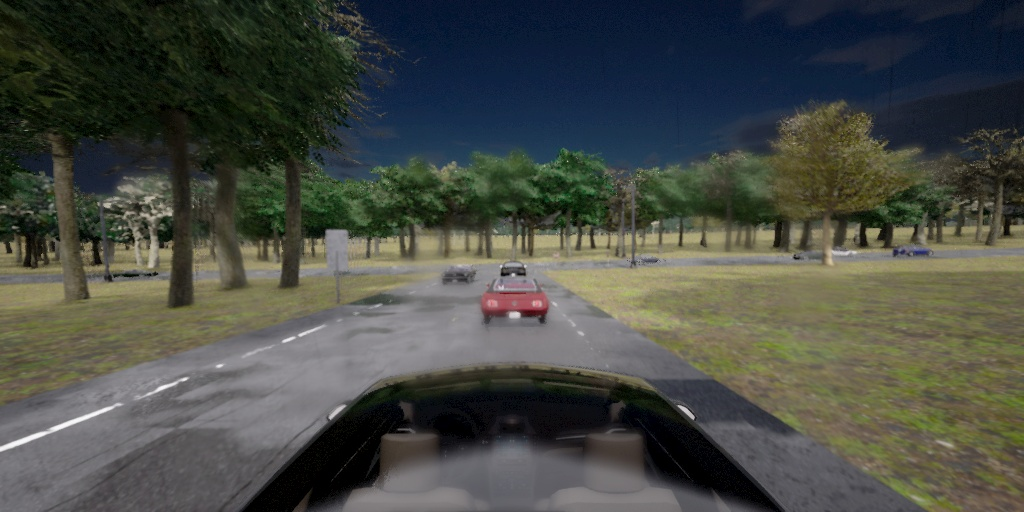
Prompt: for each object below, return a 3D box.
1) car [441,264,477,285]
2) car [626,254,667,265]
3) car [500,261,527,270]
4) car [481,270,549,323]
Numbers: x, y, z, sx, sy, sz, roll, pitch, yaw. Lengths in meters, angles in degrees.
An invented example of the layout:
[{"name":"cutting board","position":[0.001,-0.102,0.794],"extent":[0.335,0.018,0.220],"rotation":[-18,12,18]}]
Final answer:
[{"name":"car","position":[-3.596,1.253,24.755],"extent":[1.895,1.301,4.718],"rotation":[0,0,0]},{"name":"car","position":[18.879,0.390,50.456],"extent":[5.357,1.411,2.033],"rotation":[-2,3,0]},{"name":"car","position":[0.086,1.120,26.942],"extent":[1.882,1.535,5.008],"rotation":[0,0,0]},{"name":"car","position":[0.089,1.309,11.903],"extent":[1.895,1.301,4.718],"rotation":[0,0,0]}]
